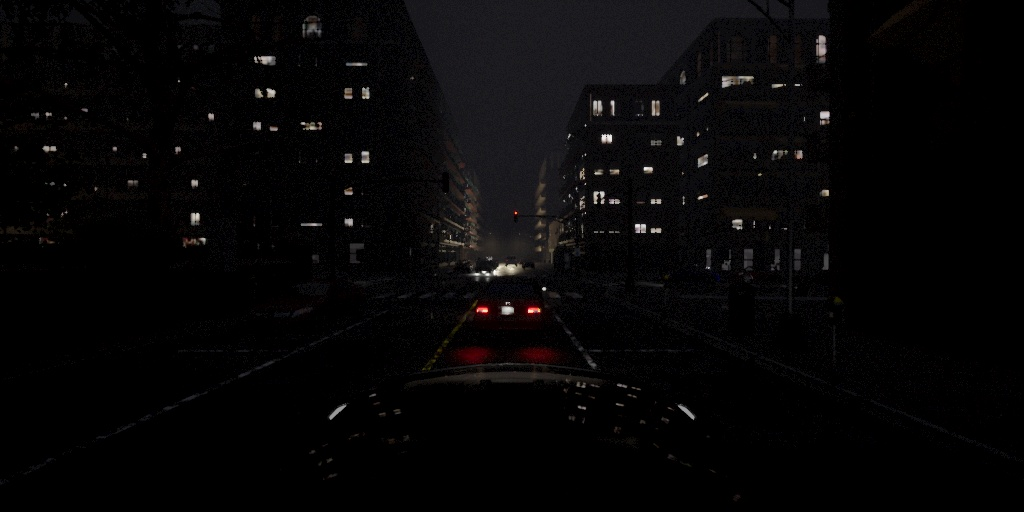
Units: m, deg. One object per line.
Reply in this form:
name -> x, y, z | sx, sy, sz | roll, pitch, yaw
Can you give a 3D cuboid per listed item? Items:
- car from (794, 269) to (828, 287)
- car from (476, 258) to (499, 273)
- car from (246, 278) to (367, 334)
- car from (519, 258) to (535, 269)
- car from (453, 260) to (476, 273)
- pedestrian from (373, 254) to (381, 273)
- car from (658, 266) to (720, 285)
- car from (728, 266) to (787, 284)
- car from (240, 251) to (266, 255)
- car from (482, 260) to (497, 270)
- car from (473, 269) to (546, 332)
car -> 24.830, 1.804, 29.000 | 4.718, 1.301, 1.895 | 1, 0, -1
car -> -3.200, 1.288, 43.263 | 2.033, 1.411, 5.357 | 0, 0, 4
car -> -5.715, 1.329, 10.574 | 1.802, 1.307, 4.207 | 0, 0, 0
car -> 2.525, 1.290, 54.284 | 2.007, 1.370, 4.403 | 0, 0, 0
car -> -5.819, 1.180, 42.985 | 1.967, 1.591, 4.097 | 0, 0, 0
pedestrian -> -12.814, 0.646, 33.955 | 0.375, 1.860, 0.375 | 0, -1, -1
car -> 14.186, 1.540, 28.836 | 4.674, 1.442, 1.812 | 1, 0, -1
car -> 21.287, 1.566, 31.508 | 4.097, 1.591, 1.967 | 0, 0, -1
car -> -17.611, 0.690, 25.146 | 5.566, 2.045, 2.150 | 1, 0, -1
car -> -3.242, 1.340, 53.213 | 1.895, 1.301, 4.718 | 0, 0, 0
car -> 0.050, 1.295, 10.789 | 2.033, 1.411, 5.357 | 0, 0, 3
